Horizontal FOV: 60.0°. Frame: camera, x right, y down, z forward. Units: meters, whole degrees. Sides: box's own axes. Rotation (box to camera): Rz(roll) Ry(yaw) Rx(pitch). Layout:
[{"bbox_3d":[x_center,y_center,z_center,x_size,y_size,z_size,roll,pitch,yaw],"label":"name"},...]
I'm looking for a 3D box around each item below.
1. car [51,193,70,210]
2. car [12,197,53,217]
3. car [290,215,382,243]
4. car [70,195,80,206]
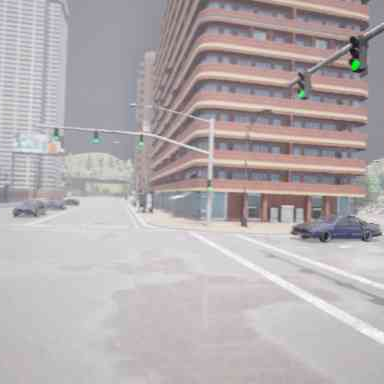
[{"bbox_3d":[-16.818,1.270,41.111,2.097,1.767,4.553,2,-1,-14],"label":"car"},{"bbox_3d":[-14.280,1.412,29.657,2.033,1.411,5.357,2,-1,-12],"label":"car"},{"bbox_3d":[8.233,2.027,18.844,5.357,1.411,2.033,2,-1,-22],"label":"car"},{"bbox_3d":[-19.905,1.590,55.524,1.895,1.301,4.718,2,-1,-12],"label":"car"}]
